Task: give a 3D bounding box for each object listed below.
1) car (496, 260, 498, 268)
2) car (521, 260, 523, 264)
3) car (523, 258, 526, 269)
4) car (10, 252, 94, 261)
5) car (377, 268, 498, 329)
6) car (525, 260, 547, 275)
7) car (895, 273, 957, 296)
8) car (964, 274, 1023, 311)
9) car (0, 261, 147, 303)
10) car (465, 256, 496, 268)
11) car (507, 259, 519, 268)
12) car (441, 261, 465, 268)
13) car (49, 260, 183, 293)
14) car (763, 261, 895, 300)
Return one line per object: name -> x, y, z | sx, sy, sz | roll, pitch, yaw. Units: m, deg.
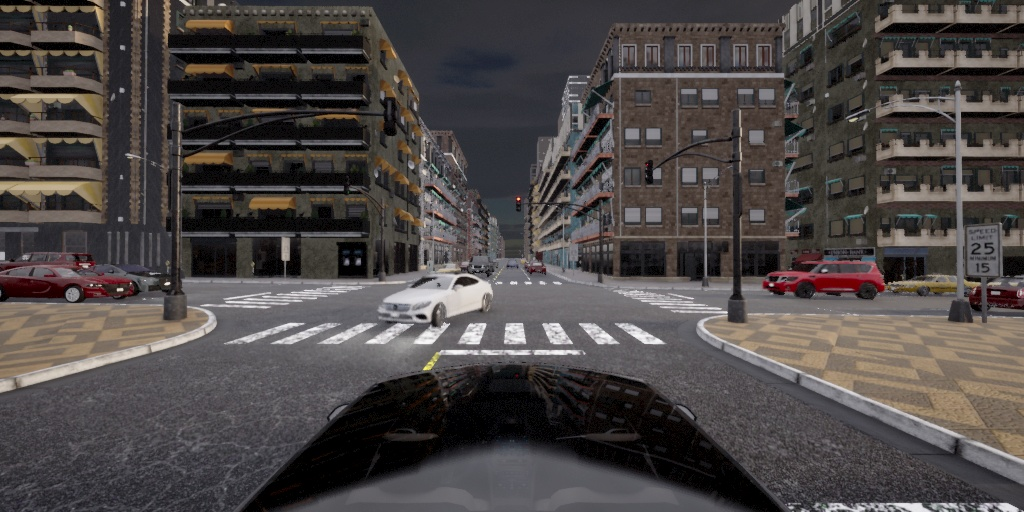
car -> -3.086, 1.265, 45.286 | 1.837, 1.490, 4.892 | 0, 0, 0
car -> 2.706, 1.346, 54.917 | 1.802, 1.307, 4.207 | 0, 0, 0
car -> 2.703, 1.200, 43.870 | 1.967, 1.591, 4.097 | 0, 0, 0
car -> -28.641, 0.686, 21.998 | 5.009, 1.841, 2.192 | 0, 0, 0
car -> -2.218, 1.277, 11.631 | 1.812, 1.442, 4.674 | -1, 0, 23
car -> 2.701, 1.303, 38.346 | 1.888, 1.381, 4.507 | 0, 0, 0
car -> 26.252, 1.754, 22.364 | 4.829, 1.417, 1.751 | 0, 0, 0
car -> 20.838, 1.500, 14.011 | 4.097, 1.591, 1.967 | 0, 0, 0
car -> -17.259, 1.012, 13.700 | 4.507, 1.381, 1.888 | 0, 0, 0
car -> -3.091, 0.979, 35.247 | 2.150, 2.045, 5.566 | 0, 0, 0
car -> 0.114, 1.330, 60.934 | 1.994, 1.385, 4.181 | 0, 0, 0
car -> -5.681, 1.282, 32.669 | 1.751, 1.417, 4.829 | 0, 0, 0
car -> -17.674, 1.049, 16.290 | 4.181, 1.385, 1.994 | 1, -1, -1
car -> 17.058, 1.280, 19.749 | 5.566, 2.045, 2.150 | 1, -1, 0
